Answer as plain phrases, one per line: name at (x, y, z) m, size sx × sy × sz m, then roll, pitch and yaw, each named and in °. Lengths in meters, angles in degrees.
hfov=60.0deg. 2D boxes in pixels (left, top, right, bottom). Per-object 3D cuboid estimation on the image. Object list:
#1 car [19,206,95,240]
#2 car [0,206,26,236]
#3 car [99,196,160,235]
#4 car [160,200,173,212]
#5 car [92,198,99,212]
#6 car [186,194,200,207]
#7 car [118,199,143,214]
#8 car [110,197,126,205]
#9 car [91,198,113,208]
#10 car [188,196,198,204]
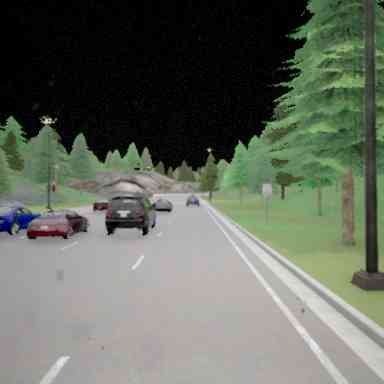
car at (-6.860, 1.620, 17.473) m, size 1.994 × 1.385 × 4.181 m, roll 0°, pitch 0°, yaw 0°
car at (-10.356, 1.563, 19.132) m, size 1.882 × 1.535 × 5.008 m, roll 0°, pitch 0°, yaw 0°
car at (-3.357, 1.246, 19.055) m, size 2.150 × 2.045 × 5.566 m, roll 0°, pitch 0°, yaw 0°
car at (-3.306, 1.588, 38.693) m, size 1.994 × 1.385 × 4.181 m, roll 0°, pitch 0°, yaw 0°
car at (-10.303, 1.561, 39.672) m, size 1.882 × 1.535 × 5.008 m, roll 0°, pitch 0°, yaw 0°
car at (0.128, 1.347, 52.341) m, size 2.097 × 1.767 × 4.553 m, roll 0°, pitch 0°, yaw 0°
car at (-6.809, 1.557, 37.396) m, size 1.837 × 1.490 × 4.892 m, roll 0°, pitch -1°, yaw 0°
car at (-13.845, 1.712, 62.126) m, size 1.895 × 1.301 × 4.718 m, roll 0°, pitch 0°, yaw 0°
car at (-13.872, 1.660, 51.573) m, size 2.033 × 1.411 × 5.357 m, roll 0°, pitch 0°, yaw 0°
car at (0.155, 1.478, 62.443) m, size 1.837 × 1.490 × 4.892 m, roll 0°, pitch 0°, yaw 0°
